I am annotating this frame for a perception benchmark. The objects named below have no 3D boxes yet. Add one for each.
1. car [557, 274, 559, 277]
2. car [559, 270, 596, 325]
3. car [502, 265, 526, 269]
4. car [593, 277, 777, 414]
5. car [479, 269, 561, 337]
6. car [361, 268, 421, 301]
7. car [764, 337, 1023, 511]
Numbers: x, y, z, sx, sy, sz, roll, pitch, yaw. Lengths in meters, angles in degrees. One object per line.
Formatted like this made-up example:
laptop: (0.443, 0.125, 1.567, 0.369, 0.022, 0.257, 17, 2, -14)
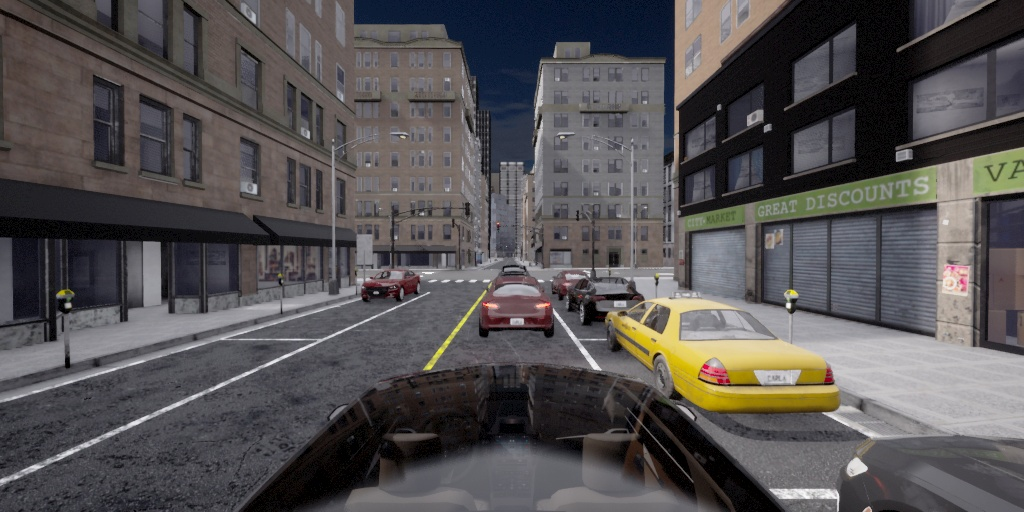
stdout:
car: (2.889, 1.327, 17.189, 1.802, 1.307, 4.207, 0, 0, 0)
car: (2.884, 1.313, 11.603, 1.948, 1.339, 4.313, 0, 0, 0)
car: (0.116, 1.248, 20.446, 1.837, 1.490, 4.892, 0, 0, 0)
car: (2.878, 1.274, 6.187, 1.751, 1.417, 4.829, 0, 0, 0)
car: (0.102, 1.273, 10.167, 1.812, 1.442, 4.674, 0, 0, 0)
car: (-5.656, 1.290, 17.195, 1.888, 1.381, 4.507, 0, 0, 0)
car: (2.872, 1.301, 0.431, 2.007, 1.370, 4.403, 0, 0, 0)
